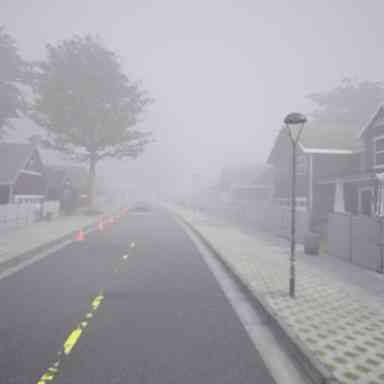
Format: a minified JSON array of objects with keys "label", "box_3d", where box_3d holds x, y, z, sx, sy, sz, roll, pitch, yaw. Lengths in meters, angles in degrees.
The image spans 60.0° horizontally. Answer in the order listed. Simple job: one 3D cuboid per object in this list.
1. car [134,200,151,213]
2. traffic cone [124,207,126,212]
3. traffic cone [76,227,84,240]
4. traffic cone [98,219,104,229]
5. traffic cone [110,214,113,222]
[{"label":"car","box_3d":[-6.161,1.748,41.118,2.033,1.411,5.357,1,-1,-8]},{"label":"traffic cone","box_3d":[-7.402,2.079,35.376,0.340,0.580,0.340,1,-1,-8]},{"label":"traffic cone","box_3d":[-5.240,1.957,15.581,0.340,0.580,0.340,1,0,-8]},{"label":"traffic cone","box_3d":[-5.647,1.986,20.553,0.340,0.580,0.340,1,0,-6]},{"label":"traffic cone","box_3d":[-6.182,2.015,25.499,0.340,0.580,0.340,1,0,-6]}]
